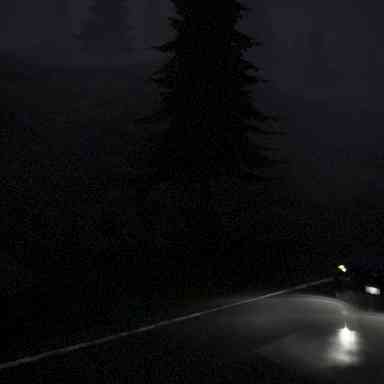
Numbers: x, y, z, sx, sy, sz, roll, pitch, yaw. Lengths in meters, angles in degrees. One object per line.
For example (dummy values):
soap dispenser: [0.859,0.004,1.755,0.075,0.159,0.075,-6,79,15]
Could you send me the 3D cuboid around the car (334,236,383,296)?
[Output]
car: [5.720,1.546,8.096,5.357,1.411,2.033,0,0,-36]
